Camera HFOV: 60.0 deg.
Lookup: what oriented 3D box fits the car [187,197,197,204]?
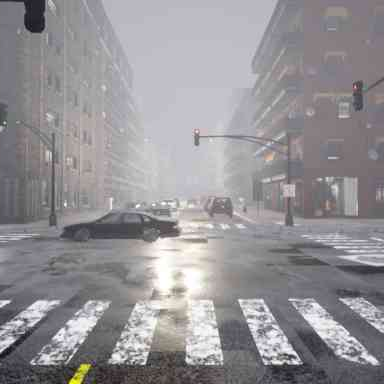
[{"bbox_3d":[0.027,1.685,70.415,1.994,1.385,4.181,0,0,0],"label":"car"}]

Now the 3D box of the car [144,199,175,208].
[{"bbox_3d":[-2.858,1.575,30.404,1.994,1.385,4.181,0,0,0],"label":"car"}]

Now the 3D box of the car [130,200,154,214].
[{"bbox_3d":[-5.317,1.580,35.731,1.947,1.339,4.313,1,0,0],"label":"car"}]

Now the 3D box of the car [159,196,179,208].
[{"bbox_3d":[-2.847,1.545,40.294,1.812,1.442,4.674,0,0,0],"label":"car"}]

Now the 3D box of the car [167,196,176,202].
[{"bbox_3d":[-5.348,1.764,85.793,2.008,1.369,4.403,1,0,0],"label":"car"}]

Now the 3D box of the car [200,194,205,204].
[{"bbox_3d":[2.563,1.336,41.344,2.192,1.841,5.009,1,0,0],"label":"car"}]

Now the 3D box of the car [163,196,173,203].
[{"bbox_3d":[-5.341,1.671,74.494,1.752,1.417,4.829,1,0,0],"label":"car"}]

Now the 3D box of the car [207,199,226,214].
[{"bbox_3d":[2.563,1.540,35.949,1.752,1.417,4.829,1,0,0],"label":"car"}]

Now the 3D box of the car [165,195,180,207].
[{"bbox_3d":[-2.784,1.565,50.495,1.812,1.442,4.674,0,0,0],"label":"car"}]

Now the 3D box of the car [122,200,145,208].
[{"bbox_3d":[-5.314,1.577,30.169,1.947,1.339,4.313,1,0,0],"label":"car"}]

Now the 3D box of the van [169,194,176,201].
[{"bbox_3d":[-5.347,1.588,91.358,1.690,1.788,3.998,1,0,0],"label":"van"}]

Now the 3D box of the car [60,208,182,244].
[{"bbox_3d":[-3.158,1.592,15.393,5.357,1.411,2.033,0,-1,0],"label":"car"}]

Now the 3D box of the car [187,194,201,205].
[{"bbox_3d":[0.070,1.565,60.181,2.128,1.511,4.902,0,0,0],"label":"car"}]

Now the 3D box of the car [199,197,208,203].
[{"bbox_3d":[2.538,1.728,74.702,1.802,1.307,4.206,1,0,0],"label":"car"}]

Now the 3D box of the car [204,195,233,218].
[{"bbox_3d":[2.570,1.326,30.220,2.192,1.841,5.009,1,0,0],"label":"car"}]

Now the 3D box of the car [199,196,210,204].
[{"bbox_3d":[2.543,1.556,69.142,1.967,1.590,4.097,1,0,0],"label":"car"}]

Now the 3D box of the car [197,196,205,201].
[{"bbox_3d":[2.530,1.813,91.393,1.947,1.339,4.313,1,0,0],"label":"car"}]

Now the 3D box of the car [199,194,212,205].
[{"bbox_3d":[2.548,1.402,63.578,2.192,1.841,5.009,1,0,0],"label":"car"}]

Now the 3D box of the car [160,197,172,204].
[{"bbox_3d":[-5.338,1.667,69.102,2.008,1.369,4.403,1,0,0],"label":"car"}]
